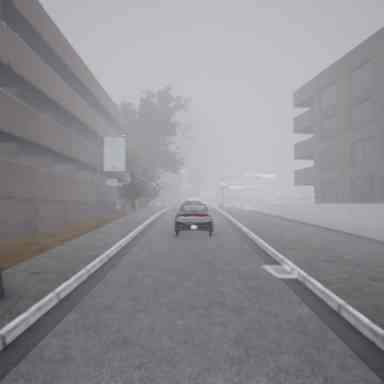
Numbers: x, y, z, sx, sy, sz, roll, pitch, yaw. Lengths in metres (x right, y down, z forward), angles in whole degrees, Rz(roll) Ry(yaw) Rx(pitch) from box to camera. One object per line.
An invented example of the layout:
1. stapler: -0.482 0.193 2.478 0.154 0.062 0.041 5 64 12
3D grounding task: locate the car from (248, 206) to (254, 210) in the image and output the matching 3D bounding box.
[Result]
1. car: 13.616 4.222 85.141 1.946 1.575 5.366 7 -5 -30

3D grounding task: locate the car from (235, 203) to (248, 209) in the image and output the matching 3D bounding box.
1. car: 10.783 3.675 84.448 2.435 2.045 5.566 8 -5 -30

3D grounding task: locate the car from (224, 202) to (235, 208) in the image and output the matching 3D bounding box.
1. car: 7.786 3.500 83.889 2.185 1.767 4.553 7 -5 -31

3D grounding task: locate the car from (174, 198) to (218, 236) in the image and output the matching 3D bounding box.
1. car: 0.091 1.310 17.223 2.128 1.511 4.902 0 1 0

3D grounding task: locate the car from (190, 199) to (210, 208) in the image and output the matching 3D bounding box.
1. car: 1.934 2.943 82.805 2.435 2.045 5.566 2 -4 -30
